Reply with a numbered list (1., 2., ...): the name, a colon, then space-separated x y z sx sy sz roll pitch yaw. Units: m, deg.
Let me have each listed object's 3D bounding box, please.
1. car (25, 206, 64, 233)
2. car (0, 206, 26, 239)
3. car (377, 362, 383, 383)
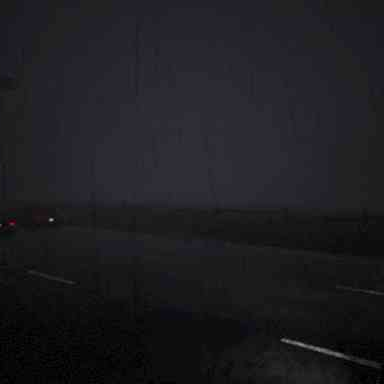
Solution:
1. car: -9.272 1.473 19.212 4.181 1.385 1.994 0 0 36
2. car: -10.316 1.462 15.658 5.357 1.411 2.033 0 0 36
3. car: 3.549 1.517 1.457 4.892 1.490 1.837 1 0 36
